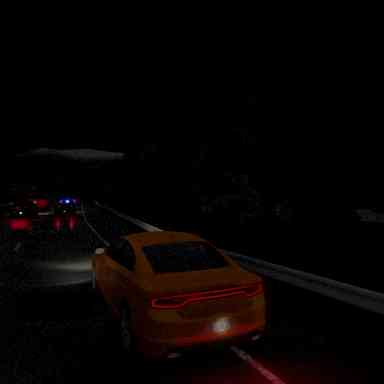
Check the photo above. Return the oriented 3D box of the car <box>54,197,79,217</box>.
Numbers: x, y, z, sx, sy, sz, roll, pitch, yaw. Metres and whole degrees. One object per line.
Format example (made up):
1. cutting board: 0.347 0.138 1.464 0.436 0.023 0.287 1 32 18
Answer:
1. car: -11.975 1.493 31.526 2.128 1.511 4.902 0 0 -19

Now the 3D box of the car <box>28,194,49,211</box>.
1. car: -18.571 1.225 40.025 2.150 2.045 5.566 0 0 -19

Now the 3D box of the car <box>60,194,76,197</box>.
1. car: -15.406 1.224 41.420 2.150 2.045 5.566 0 0 -18

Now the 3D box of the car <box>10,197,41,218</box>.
1. car: -15.149 1.508 30.134 1.837 1.490 4.892 0 0 -19

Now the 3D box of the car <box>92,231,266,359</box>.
1. car: -0.673 1.478 6.301 1.882 1.535 5.008 0 0 -25
